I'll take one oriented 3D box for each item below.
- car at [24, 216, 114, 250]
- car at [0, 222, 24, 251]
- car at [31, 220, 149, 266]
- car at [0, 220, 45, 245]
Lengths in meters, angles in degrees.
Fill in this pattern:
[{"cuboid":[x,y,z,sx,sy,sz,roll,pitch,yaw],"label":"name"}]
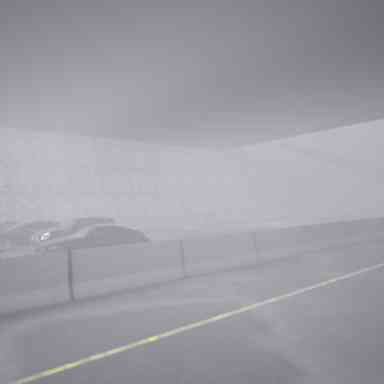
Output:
[{"cuboid":[-5.863,2.107,17.309,4.553,1.767,2.097,0,-3,-39],"label":"car"},{"cuboid":[-9.246,2.402,19.059,4.892,1.490,1.837,0,-3,-39],"label":"car"},{"cuboid":[-4.048,2.131,14.253,4.674,1.442,1.812,0,-3,-39],"label":"car"},{"cuboid":[-11.935,2.607,21.377,4.181,1.385,1.994,0,-3,-39],"label":"car"}]
